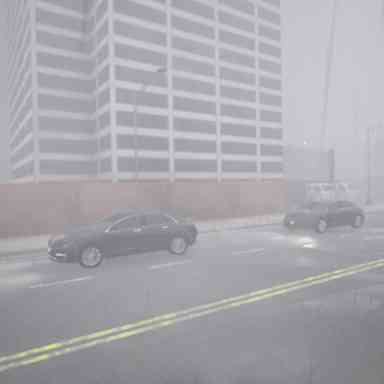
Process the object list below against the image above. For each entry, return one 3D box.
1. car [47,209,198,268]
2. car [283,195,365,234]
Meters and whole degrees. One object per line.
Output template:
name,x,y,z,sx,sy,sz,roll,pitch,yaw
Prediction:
car,-2.103,1.374,10.929,4.892,1.490,1.837,-2,1,-33
car,6.642,1.102,16.613,4.892,1.490,1.837,-2,1,-33
